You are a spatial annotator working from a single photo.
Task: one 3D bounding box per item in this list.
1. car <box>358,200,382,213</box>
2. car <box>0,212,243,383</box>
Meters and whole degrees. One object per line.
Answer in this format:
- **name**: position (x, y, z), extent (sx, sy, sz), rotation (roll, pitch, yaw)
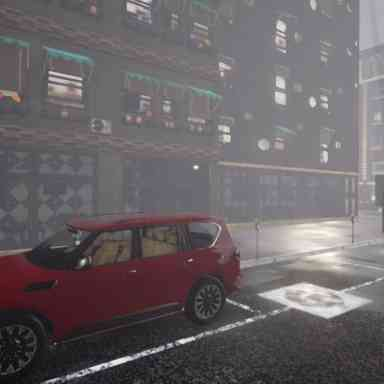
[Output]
- **car**: position (20.164, 1.538, 37.360), extent (1.887, 1.381, 4.507), rotation (1, 0, -36)
- **car**: position (-1.362, 1.316, 5.584), extent (5.009, 1.841, 2.192), rotation (0, 1, -35)
